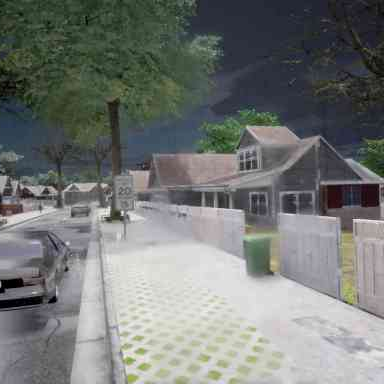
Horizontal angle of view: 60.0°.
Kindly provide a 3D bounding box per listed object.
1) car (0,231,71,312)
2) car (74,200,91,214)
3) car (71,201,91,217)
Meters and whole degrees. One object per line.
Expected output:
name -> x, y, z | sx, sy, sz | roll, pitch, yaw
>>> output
car -> -4.103, 1.671, 8.101 | 2.033, 1.411, 5.357 | -2, 0, -16
car -> -15.543, 2.076, 47.497 | 2.097, 1.767, 4.553 | -2, -1, -16
car -> -12.730, 2.026, 38.001 | 2.128, 1.511, 4.902 | -2, -1, -16
